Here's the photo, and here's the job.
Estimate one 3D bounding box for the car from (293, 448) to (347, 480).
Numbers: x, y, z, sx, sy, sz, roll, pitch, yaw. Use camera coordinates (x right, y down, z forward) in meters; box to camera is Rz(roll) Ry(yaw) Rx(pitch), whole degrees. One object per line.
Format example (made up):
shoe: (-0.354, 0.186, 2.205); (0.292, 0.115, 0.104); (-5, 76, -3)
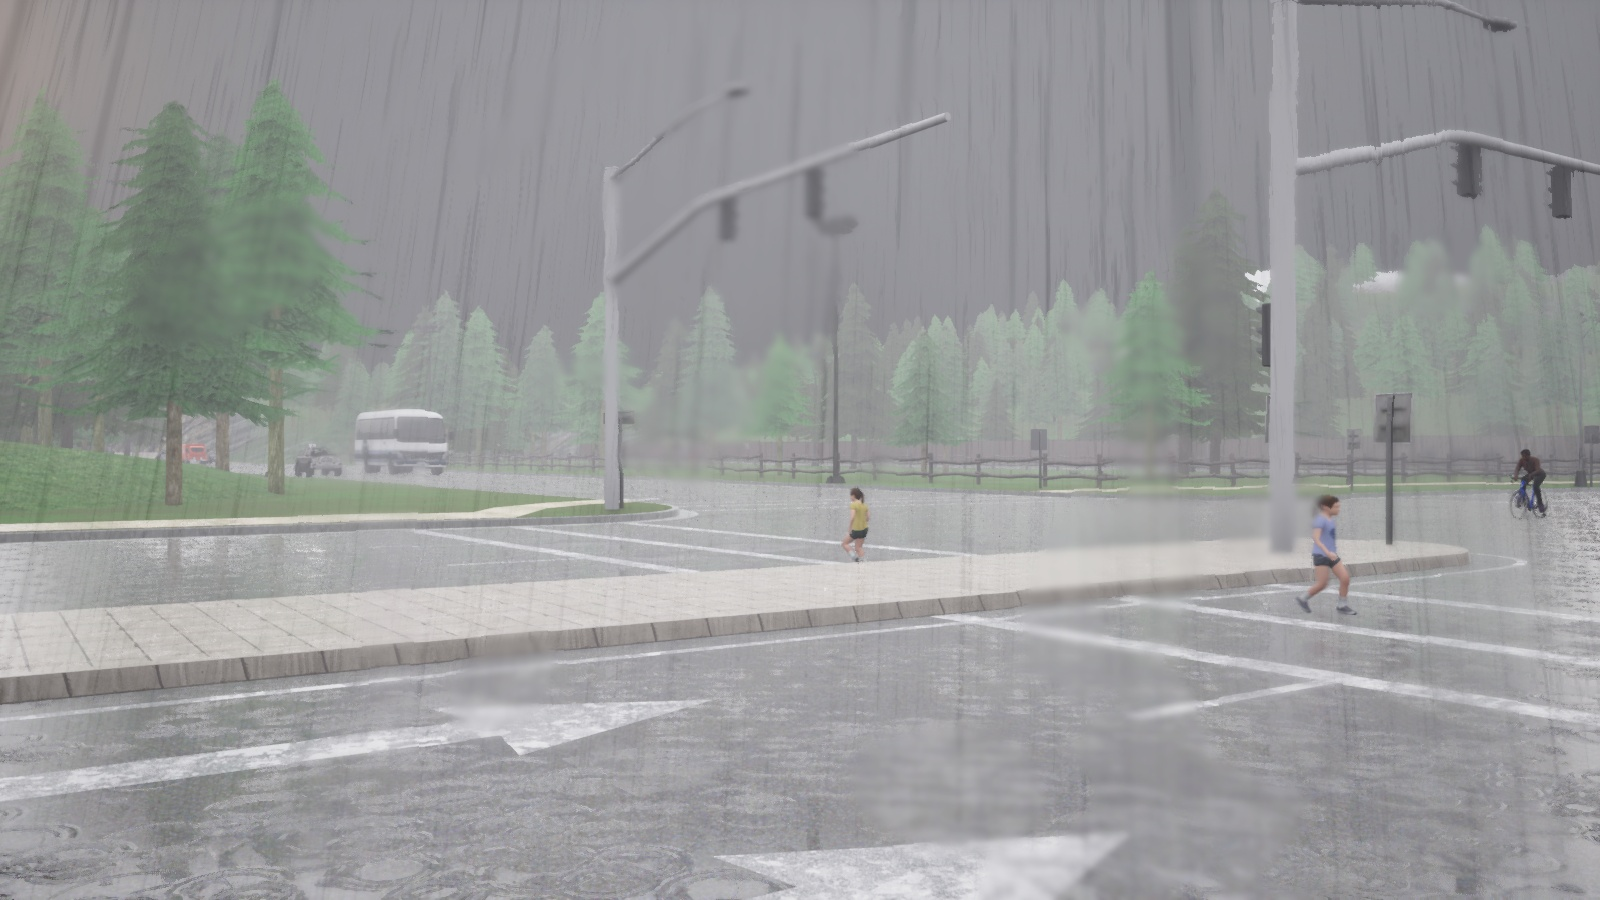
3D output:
car: (-28.301, 0.802, 73.996); (1.932, 1.855, 4.605); (0, 0, -34)

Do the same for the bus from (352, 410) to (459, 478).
bus: (-26.410, -0.371, 83.627); (3.944, 4.253, 10.273); (0, 0, -34)

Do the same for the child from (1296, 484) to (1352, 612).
child: (4.715, 0.870, 11.300); (0.255, 1.110, 0.394); (0, 0, -39)

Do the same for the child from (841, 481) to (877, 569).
child: (0.761, 0.962, 16.246); (0.255, 1.110, 0.394); (0, 0, -42)

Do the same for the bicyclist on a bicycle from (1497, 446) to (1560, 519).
bicyclist on a bicycle: (16.828, 0.733, 29.005); (1.656, 1.620, 0.582); (0, 0, -34)
